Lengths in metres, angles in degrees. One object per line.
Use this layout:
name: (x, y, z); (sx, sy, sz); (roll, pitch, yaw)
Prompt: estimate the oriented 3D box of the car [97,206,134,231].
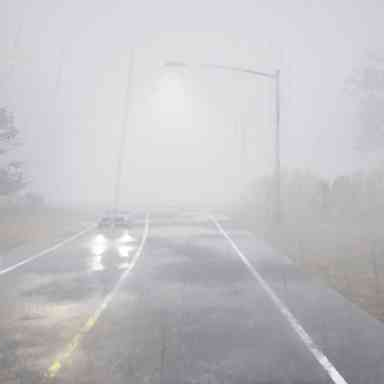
car: (-4.693, 1.593, 20.851); (1.895, 1.301, 4.718); (0, 0, -7)
